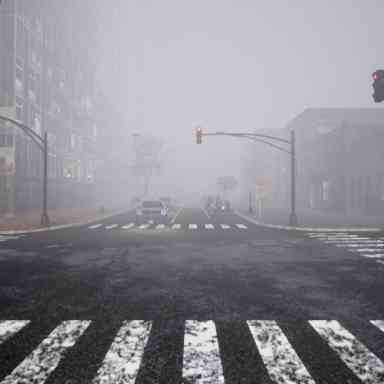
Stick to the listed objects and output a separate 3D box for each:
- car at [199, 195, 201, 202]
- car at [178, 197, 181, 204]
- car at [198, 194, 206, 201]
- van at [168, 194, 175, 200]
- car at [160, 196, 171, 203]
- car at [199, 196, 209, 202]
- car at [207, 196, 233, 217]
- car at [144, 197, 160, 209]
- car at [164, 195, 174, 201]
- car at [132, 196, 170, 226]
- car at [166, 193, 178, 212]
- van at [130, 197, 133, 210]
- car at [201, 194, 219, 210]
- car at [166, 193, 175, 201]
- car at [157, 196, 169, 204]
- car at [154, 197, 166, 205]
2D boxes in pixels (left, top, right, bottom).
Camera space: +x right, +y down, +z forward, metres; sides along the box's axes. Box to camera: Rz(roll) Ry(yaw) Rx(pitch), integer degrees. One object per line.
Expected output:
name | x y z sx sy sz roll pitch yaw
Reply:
car | 2.707 1.321 65.067 2.192 1.841 5.009 1 0 0
car | -3.018 1.553 62.037 2.033 1.411 5.357 0 0 0
car | 2.704 1.446 87.762 1.967 1.590 4.097 1 0 0
van | -5.674 1.347 93.398 1.690 1.788 3.998 1 0 0
car | -5.678 1.572 70.702 1.947 1.339 4.313 1 0 0
car | 2.702 1.572 76.415 1.947 1.339 4.313 1 0 0
car | 2.705 1.444 31.023 1.967 1.590 4.097 1 0 0
car | -5.677 1.530 47.836 1.752 1.417 4.829 1 0 0
car | -5.677 1.557 82.050 2.008 1.369 4.403 1 0 0
car | -2.785 1.356 23.643 2.097 1.767 4.553 0 0 -4
car | -3.096 1.357 39.065 2.097 1.767 4.553 0 0 0
van | -5.673 1.346 36.658 1.690 1.788 3.998 1 0 0
car | 2.707 1.320 42.371 2.192 1.841 5.009 1 0 0
car | -5.673 1.321 87.724 2.192 1.841 5.009 1 0 0
car | -5.678 1.572 65.028 1.947 1.339 4.313 1 0 0
car | -5.678 1.587 59.354 1.802 1.307 4.206 1 0 0
